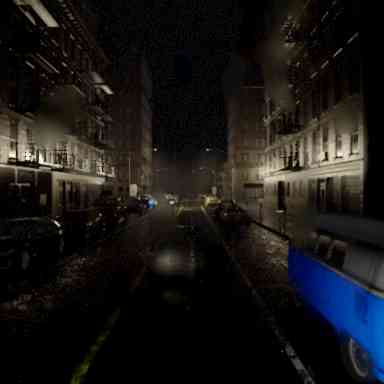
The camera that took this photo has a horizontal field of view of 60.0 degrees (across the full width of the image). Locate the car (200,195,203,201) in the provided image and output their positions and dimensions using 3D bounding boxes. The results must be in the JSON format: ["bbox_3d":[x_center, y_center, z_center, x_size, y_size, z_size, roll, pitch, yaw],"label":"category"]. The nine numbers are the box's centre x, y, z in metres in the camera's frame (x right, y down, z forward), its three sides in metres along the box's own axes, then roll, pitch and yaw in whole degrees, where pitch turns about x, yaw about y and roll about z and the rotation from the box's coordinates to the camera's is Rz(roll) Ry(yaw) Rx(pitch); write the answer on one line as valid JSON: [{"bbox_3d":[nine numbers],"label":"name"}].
[{"bbox_3d":[2.629,1.403,48.339,2.008,1.369,4.403,0,0,0],"label":"car"}]

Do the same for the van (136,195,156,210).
[{"bbox_3d":[-5.399,1.226,37.523,1.690,1.788,3.998,0,0,0],"label":"van"}]

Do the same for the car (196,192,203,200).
[{"bbox_3d":[2.621,1.322,75.215,2.008,1.369,4.403,0,0,0],"label":"car"}]

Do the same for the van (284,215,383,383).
[{"bbox_3d":[2.679,1.325,5.090,1.690,1.788,3.998,0,0,0],"label":"van"}]

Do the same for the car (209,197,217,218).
[{"bbox_3d":[2.654,1.358,26.714,1.967,1.590,4.097,0,0,0],"label":"car"}]

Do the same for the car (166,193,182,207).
[{"bbox_3d":[-2.786,1.343,48.866,2.128,1.511,4.902,0,0,0],"label":"car"}]

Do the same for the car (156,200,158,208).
[{"bbox_3d":[-5.399,1.420,42.930,2.008,1.369,4.403,0,0,0],"label":"car"}]

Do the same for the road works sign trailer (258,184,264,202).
[{"bbox_3d":[13.383,0.199,60.123,2.880,3.560,2.380,0,0,0],"label":"road works sign trailer"}]

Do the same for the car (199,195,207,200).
[{"bbox_3d":[2.620,1.335,80.897,1.802,1.307,4.206,0,0,0],"label":"car"}]

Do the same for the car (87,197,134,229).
[{"bbox_3d":[-5.400,1.249,21.304,2.192,1.841,5.009,0,0,0],"label":"car"}]

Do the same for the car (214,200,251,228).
[{"bbox_3d":[2.660,1.459,21.478,1.752,1.417,4.829,0,0,0],"label":"car"}]

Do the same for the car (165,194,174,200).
[{"bbox_3d":[-5.405,1.280,80.723,1.752,1.417,4.829,0,0,0],"label":"car"}]

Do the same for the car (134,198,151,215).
[{"bbox_3d":[-5.399,1.484,32.118,1.802,1.307,4.206,0,0,0],"label":"car"}]

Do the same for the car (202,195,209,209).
[{"bbox_3d":[2.635,1.393,43.103,1.752,1.417,4.829,0,0,0],"label":"car"}]

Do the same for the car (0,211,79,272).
[{"bbox_3d":[-5.400,1.518,10.493,2.008,1.369,4.403,0,0,0],"label":"car"}]

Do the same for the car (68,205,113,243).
[{"bbox_3d":[-5.400,1.517,15.899,1.947,1.339,4.313,0,0,0],"label":"car"}]
